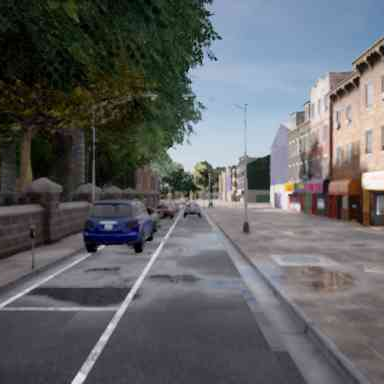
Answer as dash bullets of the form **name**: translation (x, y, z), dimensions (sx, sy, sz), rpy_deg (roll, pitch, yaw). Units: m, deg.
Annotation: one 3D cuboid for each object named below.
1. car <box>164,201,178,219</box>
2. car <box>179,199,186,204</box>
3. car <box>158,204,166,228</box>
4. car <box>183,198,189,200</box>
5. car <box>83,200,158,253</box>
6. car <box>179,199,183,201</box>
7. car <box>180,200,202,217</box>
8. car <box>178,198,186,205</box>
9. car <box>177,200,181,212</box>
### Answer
- **car**: translation (-2.625, 1.855, 32.089), dimensions (1.887, 1.381, 4.507), rpy_deg (0, -1, 0)
- **car**: translation (-2.590, 2.622, 92.651), dimensions (1.947, 1.339, 4.313), rpy_deg (-1, -1, 0)
- **car**: translation (-3.007, 1.705, 21.498), dimensions (1.837, 1.490, 4.892), rpy_deg (0, -1, 0)
- **car**: translation (0.052, 1.971, 48.462), dimensions (1.882, 1.535, 5.008), rpy_deg (0, 0, 1)
- **car**: translation (-2.972, 1.361, 14.530), dimensions (2.150, 2.045, 5.566), rpy_deg (0, -1, 0)
- **car**: translation (-2.618, 2.002, 43.466), dimensions (1.947, 1.339, 4.313), rpy_deg (-1, -1, 0)
- **car**: translation (0.055, 1.890, 35.108), dimensions (2.033, 1.411, 5.357), rpy_deg (0, -1, 1)
- **car**: translation (-2.595, 2.423, 87.219), dimensions (1.967, 1.590, 4.097), rpy_deg (-1, -1, 0)
- **car**: translation (-2.622, 1.923, 37.778), dimensions (2.008, 1.369, 4.403), rpy_deg (-1, -1, 0)
